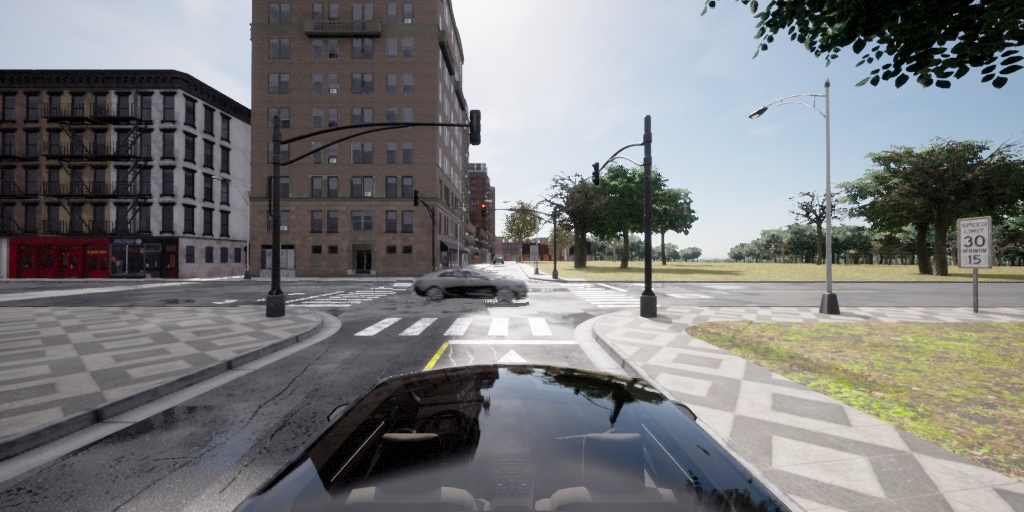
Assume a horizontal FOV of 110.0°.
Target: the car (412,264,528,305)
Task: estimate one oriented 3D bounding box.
[{"bbox_3d":[-1.759,1.247,15.460,4.902,1.511,2.128,0,0,0],"label":"car"}]
